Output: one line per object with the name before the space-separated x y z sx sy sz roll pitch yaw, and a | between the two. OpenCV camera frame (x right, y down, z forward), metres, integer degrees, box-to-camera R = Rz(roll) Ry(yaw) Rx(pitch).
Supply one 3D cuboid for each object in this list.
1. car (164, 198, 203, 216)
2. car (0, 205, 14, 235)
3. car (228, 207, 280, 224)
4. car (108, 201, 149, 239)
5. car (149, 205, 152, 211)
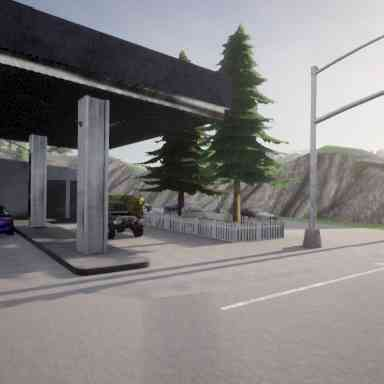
car | -0.884 1.542 32.706 2.097 1.767 4.553 1 0 -35
car | -11.400 1.524 18.656 2.242 1.667 4.611 1 0 -35
car | 4.523 1.816 24.869 1.994 1.385 4.181 1 0 -35
car | -4.272 1.448 18.380 1.905 1.878 3.866 1 0 -35
car | -6.918 1.667 41.451 2.033 1.411 5.357 1 0 -35
